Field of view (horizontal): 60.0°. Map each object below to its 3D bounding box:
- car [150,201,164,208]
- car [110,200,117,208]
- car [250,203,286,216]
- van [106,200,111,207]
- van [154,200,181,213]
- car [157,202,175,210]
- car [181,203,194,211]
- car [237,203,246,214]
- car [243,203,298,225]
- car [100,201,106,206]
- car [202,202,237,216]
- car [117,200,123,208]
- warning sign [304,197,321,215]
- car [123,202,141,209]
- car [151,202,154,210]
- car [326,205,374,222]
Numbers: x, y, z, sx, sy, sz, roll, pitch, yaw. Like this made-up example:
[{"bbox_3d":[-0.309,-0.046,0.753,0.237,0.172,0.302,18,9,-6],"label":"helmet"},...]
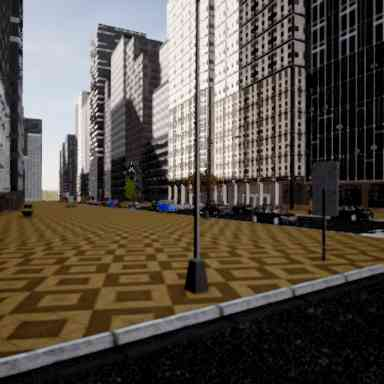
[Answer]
[{"bbox_3d":[-8.049,2.811,75.309,1.802,1.307,4.206,-1,-1,-26],"label":"car"},{"bbox_3d":[-15.602,2.733,71.677,1.887,1.381,4.507,-1,-1,-26],"label":"car"},{"bbox_3d":[9.016,2.070,39.830,1.947,1.339,4.313,-1,-1,-26],"label":"car"},{"bbox_3d":[-18.043,2.636,76.747,1.690,1.788,3.998,-1,-1,-26],"label":"van"},{"bbox_3d":[-3.416,2.007,46.338,1.690,1.788,3.998,-1,-1,-26],"label":"van"},{"bbox_3d":[-4.997,2.542,62.782,1.994,1.385,4.181,0,-1,-26],"label":"car"},{"bbox_3d":[-0.932,2.408,54.448,1.895,1.301,4.718,0,-1,-25],"label":"car"},{"bbox_3d":[6.578,2.170,44.899,1.947,1.339,4.313,-1,-1,-26],"label":"car"},{"bbox_3d":[6.340,1.815,26.061,2.008,1.369,4.403,-1,-1,-26],"label":"car"},{"bbox_3d":[-22.915,3.055,86.881,1.887,1.381,4.507,-1,-1,-26],"label":"car"},{"bbox_3d":[2.920,2.017,39.180,1.837,1.490,4.892,0,-1,-26],"label":"car"},{"bbox_3d":[-13.091,2.604,66.456,1.752,1.417,4.829,-1,-1,-26],"label":"car"},{"bbox_3d":[13.252,1.546,36.573,1.300,1.860,1.060,1,-1,-26],"label":"warning sign"},{"bbox_3d":[-10.726,2.527,61.540,2.008,1.369,4.403,-1,-1,-26],"label":"car"},{"bbox_3d":[-5.532,2.411,56.974,1.837,1.490,4.892,0,-1,-26],"label":"car"},{"bbox_3d":[13.892,1.855,29.693,2.008,1.369,4.403,-1,-1,-26],"label":"car"}]
